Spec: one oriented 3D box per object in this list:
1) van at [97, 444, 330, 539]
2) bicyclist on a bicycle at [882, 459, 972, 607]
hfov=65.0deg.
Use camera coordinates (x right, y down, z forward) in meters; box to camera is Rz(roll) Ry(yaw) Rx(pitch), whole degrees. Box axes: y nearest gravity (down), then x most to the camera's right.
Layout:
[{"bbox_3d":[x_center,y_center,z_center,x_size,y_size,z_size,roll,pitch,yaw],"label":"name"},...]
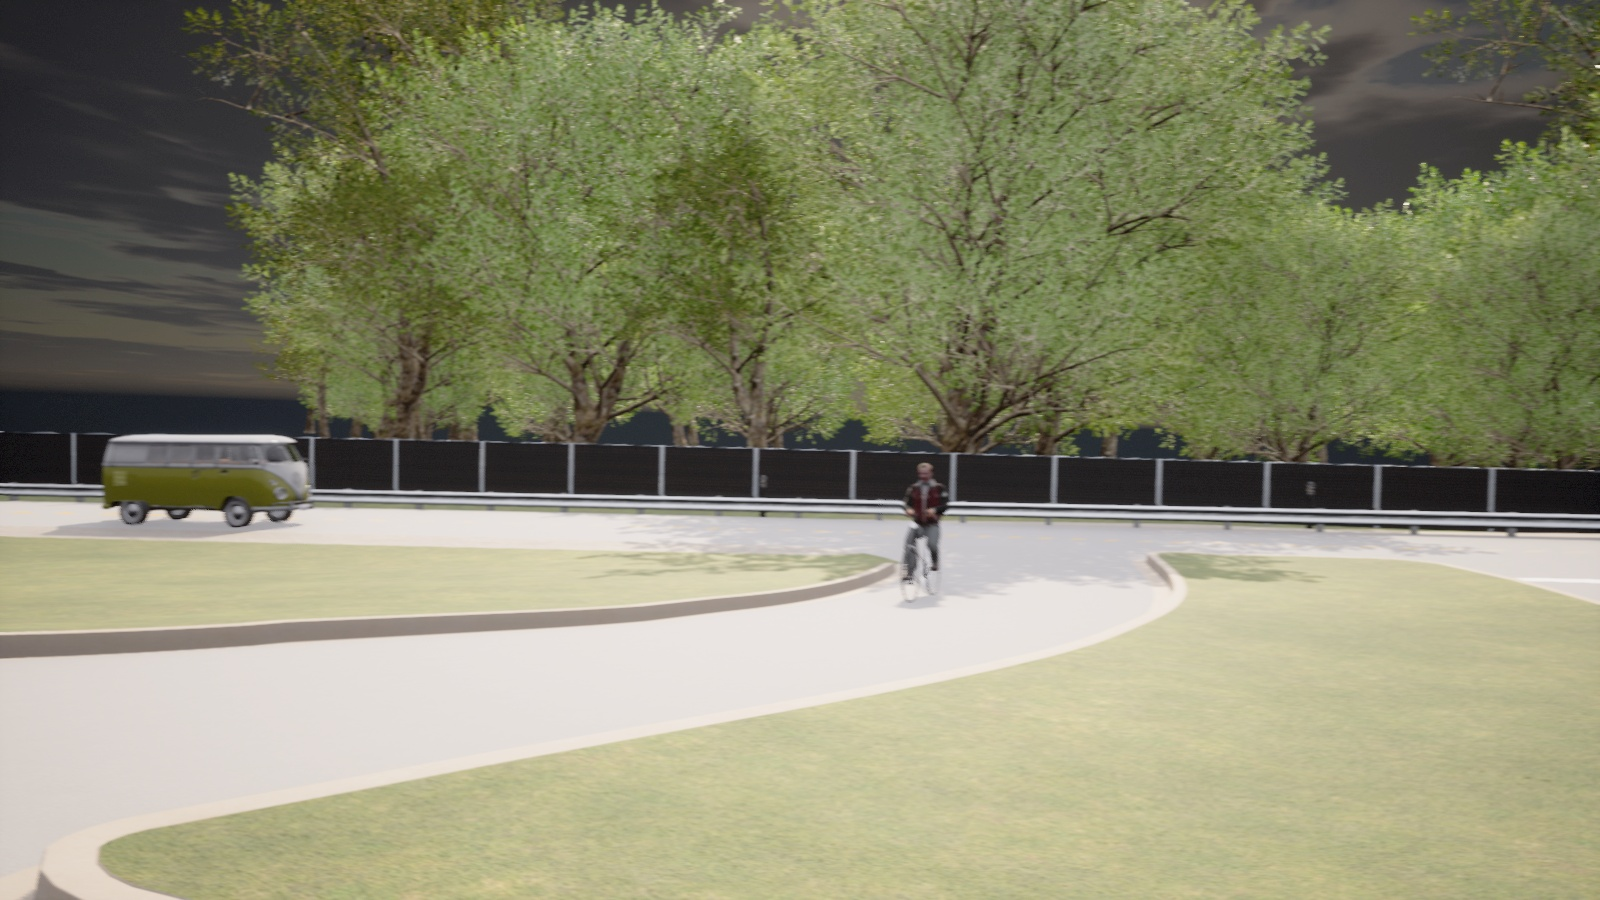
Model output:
[{"bbox_3d":[-12.963,0.892,27.831,4.442,1.987,1.775,0,1,11],"label":"van"},{"bbox_3d":[1.644,1.022,15.998,0.659,1.776,1.843,-2,-2,20],"label":"bicyclist on a bicycle"}]
